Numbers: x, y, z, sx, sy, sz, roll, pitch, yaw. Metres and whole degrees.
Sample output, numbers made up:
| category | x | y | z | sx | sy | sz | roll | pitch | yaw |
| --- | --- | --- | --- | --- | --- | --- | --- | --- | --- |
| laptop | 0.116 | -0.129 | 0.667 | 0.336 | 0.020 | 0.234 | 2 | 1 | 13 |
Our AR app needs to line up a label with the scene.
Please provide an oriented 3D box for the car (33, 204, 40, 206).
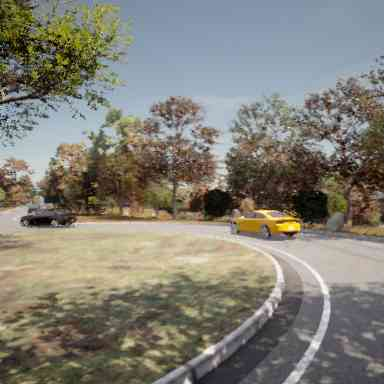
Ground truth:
| category | x | y | z | sx | sy | sz | roll | pitch | yaw |
| --- | --- | --- | --- | --- | --- | --- | --- | --- | --- |
| car | -28.400 | 3.223 | 59.967 | 1.837 | 1.490 | 4.892 | 0 | -1 | -24 |

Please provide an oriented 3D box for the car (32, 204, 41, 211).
| category | x | y | z | sx | sy | sz | roll | pitch | yaw |
| --- | --- | --- | --- | --- | --- | --- | --- | --- | --- |
| car | -34.751 | 3.439 | 74.469 | 1.837 | 1.490 | 4.892 | 0 | -1 | -24 |

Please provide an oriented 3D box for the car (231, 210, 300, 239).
| category | x | y | z | sx | sy | sz | roll | pitch | yaw |
| --- | --- | --- | --- | --- | --- | --- | --- | --- | --- |
| car | 4.225 | 1.843 | 20.042 | 1.882 | 1.535 | 5.008 | 0 | -2 | -26 |

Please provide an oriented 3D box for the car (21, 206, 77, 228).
| category | x | y | z | sx | sy | sz | roll | pitch | yaw |
| --- | --- | --- | --- | --- | --- | --- | --- | --- | --- |
| car | -12.528 | 2.289 | 29.055 | 5.008 | 1.535 | 1.882 | -1 | 0 | 16 |
